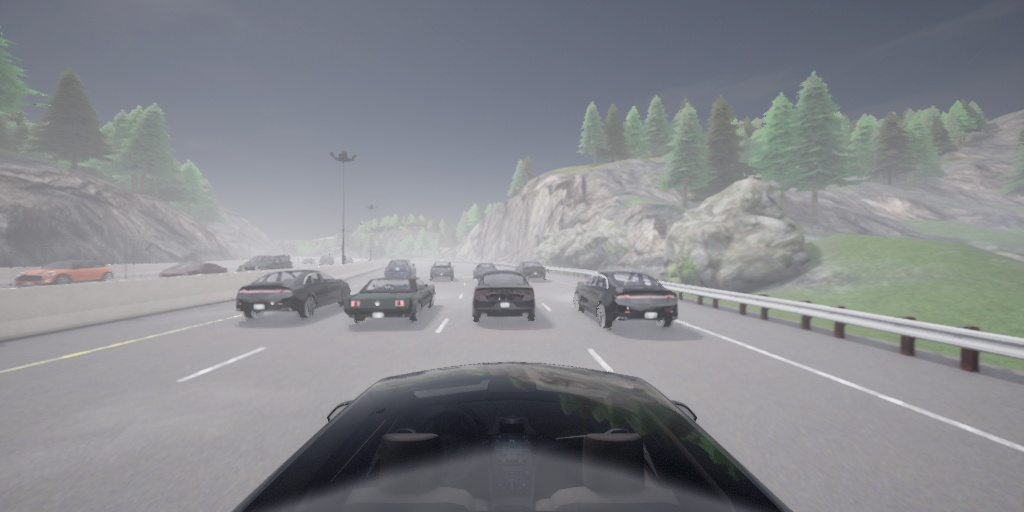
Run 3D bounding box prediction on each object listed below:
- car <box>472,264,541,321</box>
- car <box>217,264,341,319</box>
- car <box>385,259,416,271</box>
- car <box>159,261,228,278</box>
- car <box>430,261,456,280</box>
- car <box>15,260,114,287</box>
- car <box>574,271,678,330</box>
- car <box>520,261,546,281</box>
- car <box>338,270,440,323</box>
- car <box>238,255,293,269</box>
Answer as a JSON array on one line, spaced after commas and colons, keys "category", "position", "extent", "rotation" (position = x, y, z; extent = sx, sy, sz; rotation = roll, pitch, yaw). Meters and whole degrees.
[{"category": "car", "position": [-0.341, 1.199, 12.405], "extent": [1.882, 1.535, 5.008], "rotation": [0, 0, -3]}, {"category": "car", "position": [-7.373, 1.226, 12.662], "extent": [2.128, 1.511, 4.902], "rotation": [0, 0, -4]}, {"category": "car", "position": [-9.401, 1.041, 30.495], "extent": [2.097, 1.767, 4.553], "rotation": [0, 0, -9]}, {"category": "car", "position": [-23.077, 1.206, 26.221], "extent": [1.882, 1.535, 5.008], "rotation": [0, 0, -9]}, {"category": "car", "position": [-5.734, 1.175, 29.735], "extent": [2.128, 1.511, 4.902], "rotation": [0, 0, -9]}, {"category": "car", "position": [-29.859, 1.100, 24.137], "extent": [2.097, 1.767, 4.553], "rotation": [0, 0, -8]}, {"category": "car", "position": [3.239, 1.209, 11.078], "extent": [2.128, 1.511, 4.902], "rotation": [0, 0, -3]}, {"category": "car", "position": [1.398, 1.148, 29.346], "extent": [1.882, 1.535, 5.008], "rotation": [0, 0, -8]}, {"category": "car", "position": [-3.810, 1.330, 12.086], "extent": [1.895, 1.301, 4.718], "rotation": [0, 0, -3]}, {"category": "car", "position": [-20.024, 0.935, 29.392], "extent": [2.150, 2.045, 5.566], "rotation": [0, 0, -9]}]
